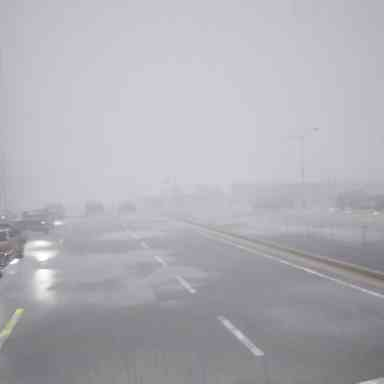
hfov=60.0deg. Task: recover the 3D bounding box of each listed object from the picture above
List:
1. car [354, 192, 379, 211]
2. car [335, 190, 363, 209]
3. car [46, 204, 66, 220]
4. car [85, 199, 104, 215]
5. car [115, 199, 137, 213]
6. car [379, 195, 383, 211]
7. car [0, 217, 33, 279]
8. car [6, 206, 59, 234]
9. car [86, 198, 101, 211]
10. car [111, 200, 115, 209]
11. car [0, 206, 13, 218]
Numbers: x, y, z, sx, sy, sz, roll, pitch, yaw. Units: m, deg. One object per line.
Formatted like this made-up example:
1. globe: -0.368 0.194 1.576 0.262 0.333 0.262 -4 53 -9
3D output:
1. car: 17.502 0.958 30.812 3.905 1.438 1.784 -1 0 -17
2. car: 16.683 0.762 33.369 4.605 1.855 1.932 -1 0 -17
3. car: -12.504 1.761 30.153 2.033 1.411 5.357 -1 0 -17
4. car: -10.783 1.640 36.951 1.882 1.535 5.008 -1 0 -17
5. car: -7.481 1.612 38.128 1.812 1.442 4.674 -1 0 -16
6. car: 18.328 0.976 28.037 3.806 1.475 1.970 -1 0 -17
7. car: -6.425 1.713 10.201 1.895 1.301 4.718 -1 0 -17
8. car: -9.400 1.763 19.950 1.895 1.301 4.718 -1 0 -17
9. car: -13.822 1.720 46.749 1.837 1.490 4.892 -1 0 -17
10. car: -10.477 1.662 47.776 1.812 1.442 4.674 -1 0 -17
11. car: -14.828 1.799 25.763 1.812 1.442 4.674 -1 0 -16
